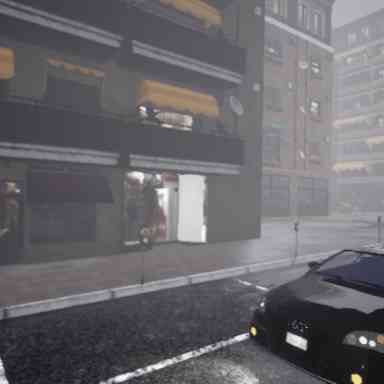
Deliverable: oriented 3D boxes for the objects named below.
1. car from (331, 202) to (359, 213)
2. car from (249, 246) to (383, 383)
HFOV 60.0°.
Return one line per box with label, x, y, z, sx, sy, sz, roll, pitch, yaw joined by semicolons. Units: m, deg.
car;18.910;1.974;43.081;1.752;1.417;4.829;2;-1;-35
car;2.866;1.599;5.109;4.181;1.385;1.994;0;0;-35
